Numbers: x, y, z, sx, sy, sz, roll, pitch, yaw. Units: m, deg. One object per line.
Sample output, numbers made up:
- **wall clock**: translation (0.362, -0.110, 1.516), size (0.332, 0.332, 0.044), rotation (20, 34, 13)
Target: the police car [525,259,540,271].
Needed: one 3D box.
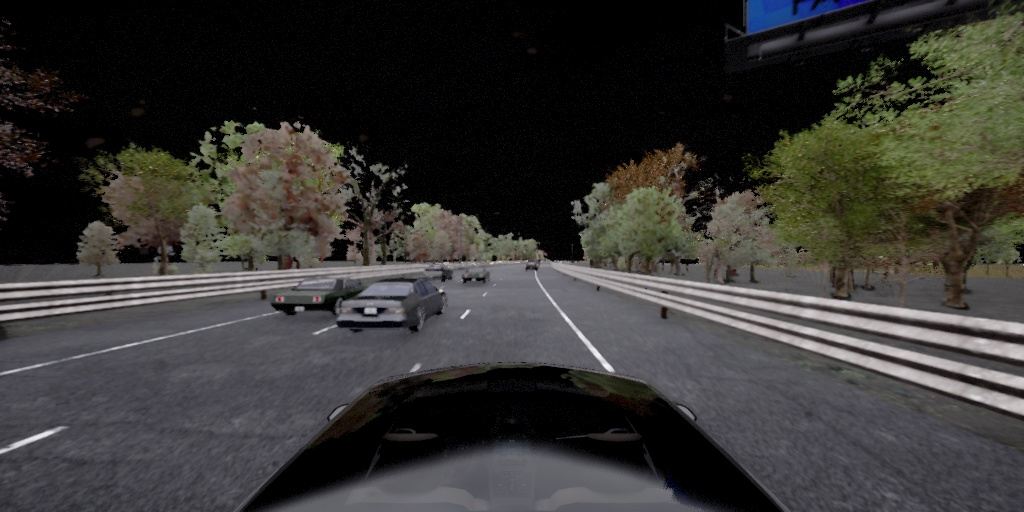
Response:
- **police car**: translation (3.220, 1.693, 59.511), size (1.930, 1.638, 5.238), rotation (0, -1, 4)

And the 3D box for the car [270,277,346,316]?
- **car**: translation (-6.794, 1.440, 13.755), size (1.895, 1.301, 4.718), rotation (0, 0, 1)

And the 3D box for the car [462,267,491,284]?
- **car**: translation (-2.875, 1.585, 29.851), size (1.895, 1.301, 4.718), rotation (0, -1, 2)

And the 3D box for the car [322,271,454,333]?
- **car**: translation (-3.335, 1.369, 11.053), size (2.033, 1.411, 5.357), rotation (0, 0, 1)

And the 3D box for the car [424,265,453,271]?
- **car**: translation (-6.324, 1.482, 31.110), size (2.128, 1.511, 4.902), rotation (0, -1, 2)
